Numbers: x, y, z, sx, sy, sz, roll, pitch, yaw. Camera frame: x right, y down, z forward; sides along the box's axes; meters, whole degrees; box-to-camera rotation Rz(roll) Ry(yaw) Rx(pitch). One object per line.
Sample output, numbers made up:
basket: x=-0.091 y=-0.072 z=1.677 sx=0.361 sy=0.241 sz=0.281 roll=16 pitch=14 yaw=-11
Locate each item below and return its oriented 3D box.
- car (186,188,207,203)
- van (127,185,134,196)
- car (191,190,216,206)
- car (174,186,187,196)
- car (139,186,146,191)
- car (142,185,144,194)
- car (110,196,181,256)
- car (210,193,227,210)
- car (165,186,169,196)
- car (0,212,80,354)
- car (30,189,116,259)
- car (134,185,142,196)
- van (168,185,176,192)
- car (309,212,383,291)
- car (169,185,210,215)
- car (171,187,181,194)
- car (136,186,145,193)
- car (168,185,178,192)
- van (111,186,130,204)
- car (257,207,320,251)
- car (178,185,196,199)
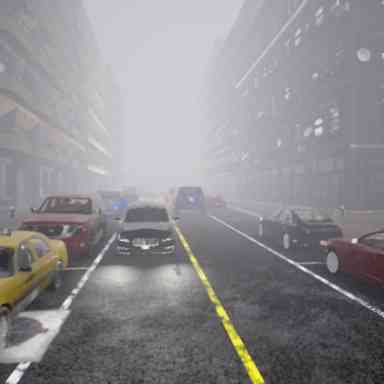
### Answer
car: x=0.491 y=0.358 z=39.625 sx=1.967 sy=1.590 sz=4.097 roll=1 pitch=1 yaw=-7
van: x=-6.042 y=0.531 z=27.773 sx=1.690 sy=1.788 sz=3.998 roll=2 pitch=1 yaw=-7
car: x=1.132 y=0.612 z=34.136 sx=1.887 sy=1.381 sz=4.507 roll=2 pitch=1 yaw=-7
car: x=-2.159 y=-0.224 z=61.584 sx=1.967 sy=1.590 sz=4.097 roll=1 pitch=1 yaw=-7
car: x=-13.874 y=-0.926 z=93.662 sx=1.802 sy=1.307 sz=4.206 roll=1 pitch=1 yaw=-7
car: x=-7.997 y=0.058 z=44.241 sx=2.192 sy=1.841 sz=5.009 roll=2 pitch=1 yaw=-7
car: x=-1.578 y=1.156 z=11.712 sx=1.837 sy=1.490 sz=4.892 roll=0 pitch=3 yaw=-7
car: x=1.784 y=0.762 z=28.646 sx=1.887 sy=1.381 sz=4.507 roll=2 pitch=1 yaw=-7
car: x=-2.261 y=0.206 z=41.343 sx=2.097 sy=1.767 sz=4.553 roll=0 pitch=1 yaw=-6
car: x=-3.420 y=1.340 z=5.649 sx=1.752 sy=1.417 sz=4.829 roll=2 pitch=1 yaw=-7
car: x=-4.085 y=0.967 z=11.304 sx=2.192 sy=1.841 sz=5.009 roll=2 pitch=1 yaw=-7
car: x=-7.345 y=0.205 z=38.752 sx=2.192 sy=1.841 sz=5.009 roll=2 pitch=1 yaw=-7
van: x=-5.418 y=-1.008 z=89.037 sx=1.690 sy=1.788 sz=3.998 roll=1 pitch=1 yaw=-7
car: x=4.391 y=1.382 z=6.686 sx=1.887 sy=1.381 sz=4.507 roll=2 pitch=1 yaw=-7
car: x=-0.327 y=0.527 z=24.961 sx=2.150 sy=2.045 sz=5.566 roll=0 pitch=2 yaw=-6
car: x=-3.467 y=-0.362 z=72.569 sx=1.802 sy=1.307 sz=4.206 roll=1 pitch=1 yaw=-7
car: x=-11.917 y=-0.564 z=77.188 sx=1.887 sy=1.381 sz=4.507 roll=1 pitch=1 yaw=-7
car: x=-4.764 y=-0.901 z=83.545 sx=2.192 sy=1.841 sz=5.009 roll=1 pitch=1 yaw=-7
van: x=-5.389 y=0.682 z=22.281 sx=1.690 sy=1.788 sz=3.998 roll=2 pitch=1 yaw=-7
car: x=3.739 y=1.231 z=12.177 sx=2.008 sy=1.369 sz=4.403 roll=2 pitch=1 yaw=-7
car: x=-0.851 y=-0.062 z=50.598 sx=2.192 sy=1.841 sz=5.009 roll=1 pitch=1 yaw=-7
